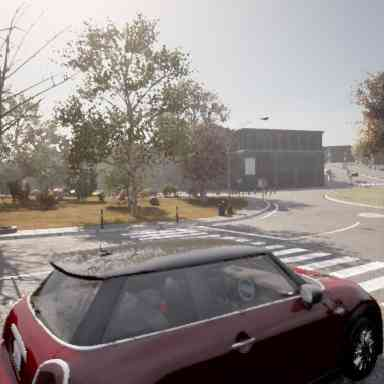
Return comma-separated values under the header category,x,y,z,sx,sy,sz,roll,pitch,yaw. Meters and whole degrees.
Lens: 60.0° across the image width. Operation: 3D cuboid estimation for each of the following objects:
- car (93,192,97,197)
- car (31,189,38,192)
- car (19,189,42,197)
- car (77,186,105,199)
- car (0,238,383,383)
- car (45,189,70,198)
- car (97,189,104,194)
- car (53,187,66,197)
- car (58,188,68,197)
category,x,y,z,sx,sy,sz,roll,pitch,yaw
car,-16.879,0.287,61.662,1.946,1.575,5.366,-1,2,17
car,-33.330,0.102,74.536,2.185,1.767,4.553,0,2,18
car,-37.946,0.151,78.285,2.097,1.535,5.008,0,3,19
car,-19.216,0.054,63.657,2.435,2.045,5.566,-2,2,17
car,0.298,1.350,3.957,4.553,1.767,2.097,0,0,-36
car,-28.652,0.294,70.883,2.231,1.521,4.892,-1,2,18
car,-14.467,0.125,60.034,2.185,1.767,4.553,-2,2,16
car,-26.308,0.062,69.023,2.435,2.045,5.566,0,2,18
car,-23.947,0.351,67.215,2.163,1.488,4.792,-1,2,17
